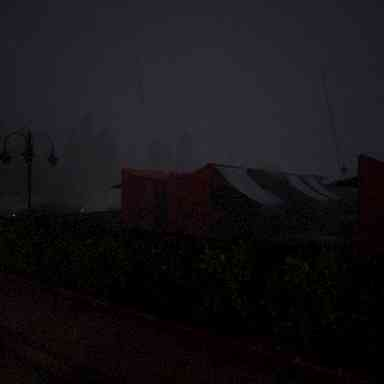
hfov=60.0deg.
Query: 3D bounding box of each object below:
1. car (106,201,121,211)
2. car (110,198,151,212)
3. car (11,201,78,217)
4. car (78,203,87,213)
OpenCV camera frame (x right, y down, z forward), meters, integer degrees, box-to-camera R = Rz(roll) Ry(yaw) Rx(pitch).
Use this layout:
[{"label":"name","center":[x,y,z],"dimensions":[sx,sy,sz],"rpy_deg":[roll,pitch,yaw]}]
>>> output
[{"label":"car","center":[-6.862,1.533,35.493],"dimensions":[1.882,1.535,5.008],"rpy_deg":[0,0,36]},{"label":"car","center":[-7.423,1.533,40.679],"dimensions":[1.882,1.535,5.008],"rpy_deg":[0,0,36]},{"label":"car","center":[-12.437,1.560,27.804],"dimensions":[1.837,1.490,4.892],"rpy_deg":[0,0,36]},{"label":"car","center":[-12.720,1.619,33.372],"dimensions":[1.994,1.385,4.181],"rpy_deg":[0,0,36]}]
